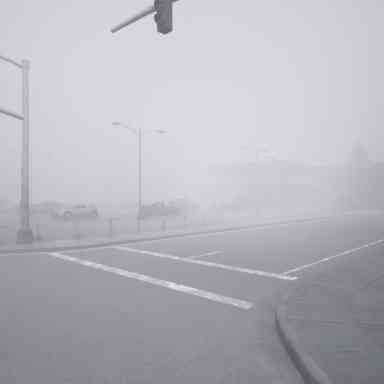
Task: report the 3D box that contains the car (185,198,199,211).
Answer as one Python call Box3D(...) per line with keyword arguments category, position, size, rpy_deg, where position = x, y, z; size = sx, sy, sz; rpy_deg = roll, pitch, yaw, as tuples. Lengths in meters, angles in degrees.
Box3D(category="car", position=(-1.151, 1.733, 44.904), size=(1.932, 1.855, 4.605), rpy_deg=(-1, -1, 44))

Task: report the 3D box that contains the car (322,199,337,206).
Box3D(category="car", position=(30.687, 2.323, 72.359), size=(4.611, 1.667, 2.242), rpy_deg=(-1, -1, 44))

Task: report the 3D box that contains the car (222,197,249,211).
Box3D(category="car", position=(6.678, 1.719, 48.283), size=(1.905, 1.878, 3.866), rpy_deg=(-1, -1, 44))

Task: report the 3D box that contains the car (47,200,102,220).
Box3D(category="car", position=(-10.640, 1.722, 30.352), size=(1.970, 1.475, 3.806), rpy_deg=(-1, -1, 44))

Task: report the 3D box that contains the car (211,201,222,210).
Box3D(category="car", position=(4.712, 2.049, 51.028), size=(1.970, 1.475, 3.806), rpy_deg=(-1, -1, 44))

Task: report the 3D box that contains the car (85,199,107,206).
Box3D(category="car", position=(-22.264, 2.504, 76.920), size=(2.007, 1.523, 4.514), rpy_deg=(-1, -1, 44))

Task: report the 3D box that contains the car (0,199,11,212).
Box3D(category="car", position=(-24.688, 1.810, 43.462), size=(1.905, 1.878, 3.866), rpy_deg=(-1, -1, 44))

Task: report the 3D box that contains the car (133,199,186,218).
Box3D(category="car", position=(-3.109, 1.784, 32.879), size=(2.007, 1.523, 4.514), rpy_deg=(-1, -1, 44))

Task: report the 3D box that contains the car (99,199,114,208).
Box3D(category="car", position=(-16.778, 2.246, 61.033), size=(1.845, 1.501, 3.633), rpy_deg=(-1, -1, 44))

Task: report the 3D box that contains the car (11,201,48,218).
Box3D(category="car", position=(-15.482, 1.723, 34.577), size=(2.152, 1.636, 5.027), rpy_deg=(-1, -1, 44))

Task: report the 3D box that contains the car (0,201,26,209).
Box3D(category="car", position=(-33.040, 2.397, 61.452), size=(1.970, 1.475, 3.806), rpy_deg=(-1, -1, 44))

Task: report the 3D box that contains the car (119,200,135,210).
Box3D(category="car", position=(-9.618, 2.097, 54.064), size=(2.007, 1.523, 4.514), rpy_deg=(-1, -1, 44))
